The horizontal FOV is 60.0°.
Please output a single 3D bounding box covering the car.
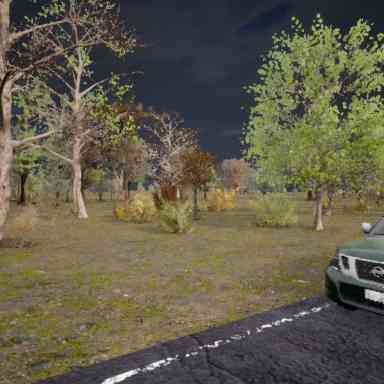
[{"bbox_3d":[5.042,1.217,6.705,5.566,2.045,2.150,-1,0,-36],"label":"car"}]
